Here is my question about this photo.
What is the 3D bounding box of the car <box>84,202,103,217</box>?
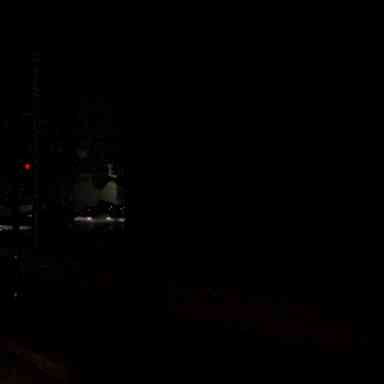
[{"bbox_3d":[-9.725,1.756,35.025,1.812,1.442,4.674,-1,0,31],"label":"car"}]

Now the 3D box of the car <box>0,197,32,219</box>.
[{"bbox_3d":[-15.087,1.449,26.872,2.150,2.045,5.566,-1,0,35],"label":"car"}]

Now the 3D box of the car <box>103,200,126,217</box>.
[{"bbox_3d":[-6.384,1.555,33.862,2.097,1.767,4.553,-1,0,29],"label":"car"}]

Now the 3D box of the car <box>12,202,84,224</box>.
[{"bbox_3d":[-11.251,1.725,26.310,1.812,1.442,4.674,-1,0,34],"label":"car"}]
